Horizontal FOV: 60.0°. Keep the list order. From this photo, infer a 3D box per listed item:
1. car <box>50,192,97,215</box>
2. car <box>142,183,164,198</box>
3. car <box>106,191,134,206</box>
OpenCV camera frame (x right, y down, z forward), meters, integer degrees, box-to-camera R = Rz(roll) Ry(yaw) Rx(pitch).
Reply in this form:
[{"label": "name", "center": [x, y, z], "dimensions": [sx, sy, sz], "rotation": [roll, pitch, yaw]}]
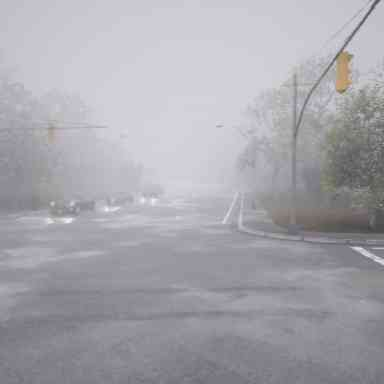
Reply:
[{"label": "car", "center": [-9.532, 0.829, 27.050], "dimensions": [2.097, 1.767, 4.553], "rotation": [1, 1, 9]}, {"label": "car", "center": [-5.794, -0.302, 50.545], "dimensions": [2.150, 2.045, 5.566], "rotation": [1, 3, 9]}, {"label": "car", "center": [-7.938, 0.649, 37.243], "dimensions": [2.128, 1.511, 4.902], "rotation": [1, 2, 9]}]
